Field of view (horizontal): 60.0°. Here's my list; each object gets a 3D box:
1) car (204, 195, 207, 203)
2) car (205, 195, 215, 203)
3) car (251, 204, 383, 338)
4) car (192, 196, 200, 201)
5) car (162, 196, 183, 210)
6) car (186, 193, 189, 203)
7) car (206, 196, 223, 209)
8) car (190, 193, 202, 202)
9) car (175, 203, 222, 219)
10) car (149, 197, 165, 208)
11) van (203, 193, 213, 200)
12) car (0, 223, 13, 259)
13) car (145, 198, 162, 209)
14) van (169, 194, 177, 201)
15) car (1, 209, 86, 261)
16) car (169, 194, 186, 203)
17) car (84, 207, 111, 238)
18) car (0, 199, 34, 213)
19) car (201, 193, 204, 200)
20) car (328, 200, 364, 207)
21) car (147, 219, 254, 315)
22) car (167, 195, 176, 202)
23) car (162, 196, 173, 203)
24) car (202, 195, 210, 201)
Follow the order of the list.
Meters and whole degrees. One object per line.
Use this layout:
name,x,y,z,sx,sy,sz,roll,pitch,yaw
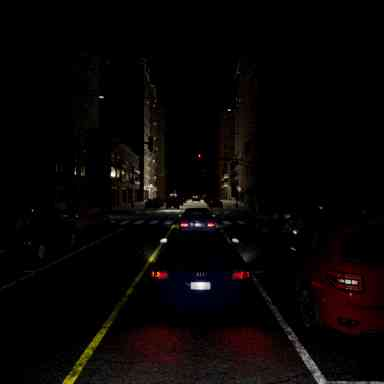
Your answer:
car,3.380,1.596,56.155,1.802,1.307,4.206,1,0,1
car,3.308,1.594,50.482,1.802,1.307,4.206,1,0,1
car,2.753,1.316,6.543,2.192,1.841,5.009,1,0,1
car,1.070,1.625,84.884,1.895,1.301,4.718,0,0,1
car,-2.587,1.558,44.536,2.033,1.411,5.357,0,0,-3
car,-2.184,1.370,66.907,2.097,1.767,4.553,0,0,1
car,3.236,1.592,44.809,1.802,1.307,4.206,1,0,1
car,0.946,1.564,74.185,2.033,1.411,5.357,0,0,1
car,0.268,1.551,17.732,2.033,1.411,5.357,0,0,0
car,-5.217,1.556,50.599,1.887,1.381,4.507,1,0,1
van,3.454,1.357,61.828,1.690,1.788,3.998,1,0,1
car,-5.777,1.526,6.490,1.752,1.417,4.829,1,0,1
car,-5.289,1.555,44.926,1.887,1.381,4.507,1,0,1
van,-4.783,1.370,84.633,1.690,1.788,3.998,1,0,1
car,-5.703,1.547,12.284,1.887,1.381,4.507,1,0,1
car,-2.406,1.491,54.499,1.882,1.535,5.008,0,0,1
car,-5.634,1.529,17.739,1.752,1.417,4.829,1,0,1
car,-16.425,1.341,29.229,4.902,1.511,2.128,1,-1,1
car,3.527,1.334,67.500,2.192,1.841,5.009,1,0,1
car,13.988,1.502,31.876,4.553,1.767,2.097,0,-1,1
car,0.175,1.566,7.668,1.994,1.385,4.181,0,0,1
car,-4.855,1.465,78.961,1.967,1.590,4.097,1,0,1
car,-5.001,1.601,67.616,1.802,1.307,4.206,1,0,1
car,3.812,1.598,90.192,1.947,1.339,4.313,1,0,1
